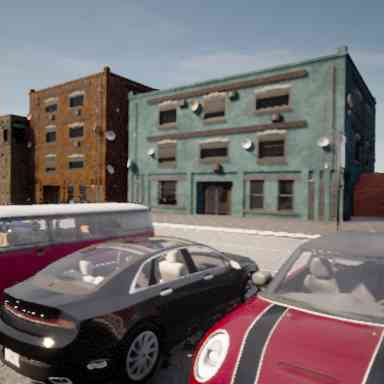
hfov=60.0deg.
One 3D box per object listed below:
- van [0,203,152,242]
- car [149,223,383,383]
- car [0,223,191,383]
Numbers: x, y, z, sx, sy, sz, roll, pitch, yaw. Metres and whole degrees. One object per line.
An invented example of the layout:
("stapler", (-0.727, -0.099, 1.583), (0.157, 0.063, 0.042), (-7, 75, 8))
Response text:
("van", (-2.824, 1.251, 7.021), (1.878, 1.987, 4.442), (0, 0, 36))
("car", (1.895, 1.354, 3.834), (2.185, 1.767, 4.553), (0, 0, 36))
("car", (-0.494, 1.480, 5.493), (2.231, 1.521, 4.892), (0, 0, 36))
